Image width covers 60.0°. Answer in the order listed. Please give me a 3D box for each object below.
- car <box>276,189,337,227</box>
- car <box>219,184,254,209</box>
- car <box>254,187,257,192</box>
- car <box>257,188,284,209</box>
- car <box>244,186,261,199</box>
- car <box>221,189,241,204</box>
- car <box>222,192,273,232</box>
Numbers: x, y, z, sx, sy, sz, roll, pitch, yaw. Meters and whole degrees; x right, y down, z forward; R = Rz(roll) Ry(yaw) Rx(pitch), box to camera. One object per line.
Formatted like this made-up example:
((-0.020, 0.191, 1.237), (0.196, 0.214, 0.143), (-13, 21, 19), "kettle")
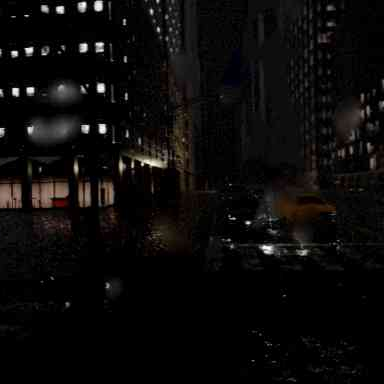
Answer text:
((5.907, 0.845, 17.321), (1.882, 1.535, 5.008), (-1, 2, 5), "car")
((3.409, 0.404, 26.676), (2.150, 2.045, 5.566), (-1, 1, 5), "car")
((7.469, 0.345, 36.199), (1.812, 1.442, 4.674), (-1, 2, 5), "car")
((6.637, 0.461, 26.245), (2.097, 1.767, 4.553), (-1, 2, 5), "car")
((8.325, 0.000, 46.223), (1.882, 1.535, 5.008), (-1, 2, 5), "car")
((4.275, 0.428, 36.978), (2.033, 1.411, 5.357), (-1, 2, 5), "car")
((2.565, 0.983, 16.406), (1.837, 1.490, 4.892), (-1, 2, 5), "car")
